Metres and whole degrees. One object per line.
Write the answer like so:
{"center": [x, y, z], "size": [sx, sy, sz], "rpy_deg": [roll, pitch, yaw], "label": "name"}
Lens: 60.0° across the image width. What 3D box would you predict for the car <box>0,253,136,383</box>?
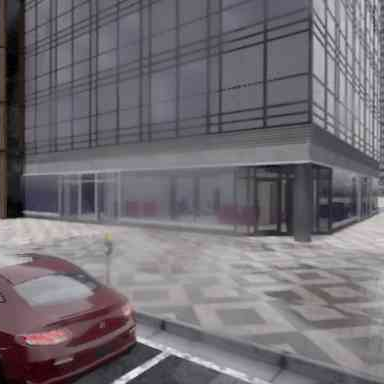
{"center": [-2.643, 1.575, 4.845], "size": [4.206, 1.307, 1.802], "rpy_deg": [0, 0, 35], "label": "car"}
